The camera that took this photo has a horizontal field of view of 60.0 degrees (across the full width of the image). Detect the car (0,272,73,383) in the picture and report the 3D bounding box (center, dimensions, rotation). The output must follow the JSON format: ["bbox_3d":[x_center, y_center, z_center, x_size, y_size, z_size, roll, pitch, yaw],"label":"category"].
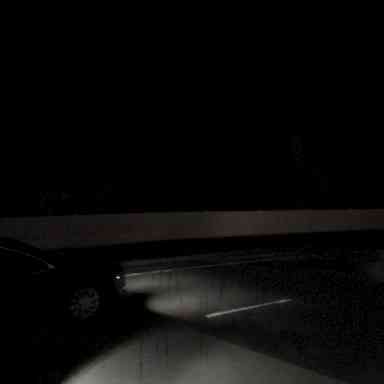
[{"bbox_3d":[-2.850,1.542,1.416,4.181,1.385,1.994,0,0,-37],"label":"car"}]

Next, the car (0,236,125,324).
[{"bbox_3d":[-3.532,1.476,5.525,4.892,1.490,1.837,1,-1,-35],"label":"car"}]
